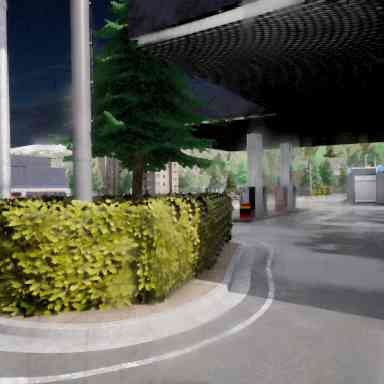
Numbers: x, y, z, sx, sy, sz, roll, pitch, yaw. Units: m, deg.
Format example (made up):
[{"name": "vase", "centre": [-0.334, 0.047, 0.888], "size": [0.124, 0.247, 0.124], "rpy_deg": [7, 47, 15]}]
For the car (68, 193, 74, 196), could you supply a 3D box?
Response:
[{"name": "car", "centre": [-24.237, 1.124, 63.879], "size": [3.866, 1.878, 1.905], "rpy_deg": [-1, 1, 35]}]

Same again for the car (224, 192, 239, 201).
[{"name": "car", "centre": [7.439, 0.851, 63.912], "size": [5.027, 1.636, 2.152], "rpy_deg": [-1, 1, 35]}]

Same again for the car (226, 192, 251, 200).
[{"name": "car", "centre": [9.212, 0.812, 66.501], "size": [4.514, 1.523, 2.007], "rpy_deg": [-1, 1, 35]}]

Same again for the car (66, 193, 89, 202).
[{"name": "car", "centre": [-22.891, 1.103, 66.488], "size": [4.605, 1.855, 1.932], "rpy_deg": [-1, 1, 35]}]

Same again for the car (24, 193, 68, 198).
[{"name": "car", "centre": [-14.770, 1.183, 33.590], "size": [3.866, 1.878, 1.905], "rpy_deg": [-1, 1, 35]}]
